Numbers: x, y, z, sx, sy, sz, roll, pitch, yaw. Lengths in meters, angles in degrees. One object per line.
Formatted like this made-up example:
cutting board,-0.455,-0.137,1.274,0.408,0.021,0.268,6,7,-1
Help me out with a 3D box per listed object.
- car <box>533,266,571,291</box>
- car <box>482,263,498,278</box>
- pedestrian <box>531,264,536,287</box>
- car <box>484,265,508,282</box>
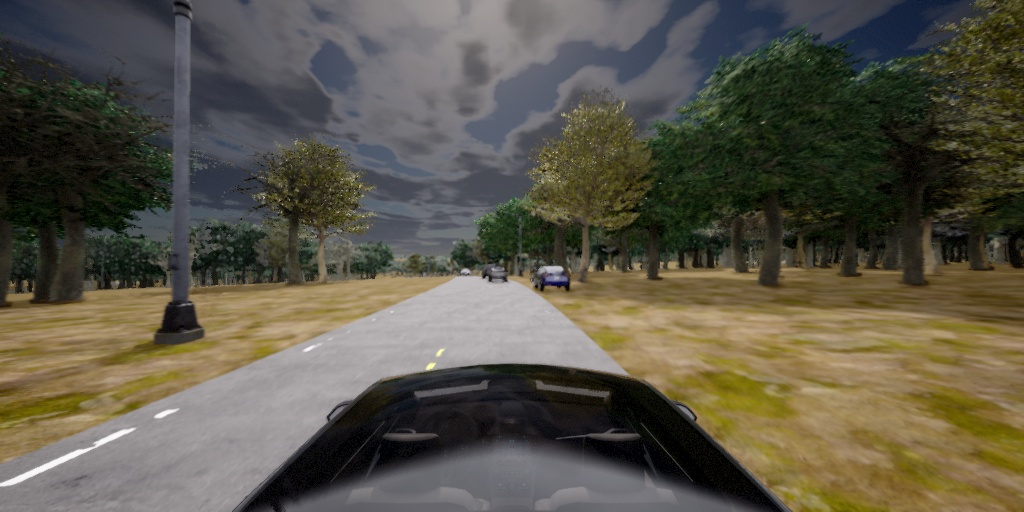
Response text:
car,2.625,1.430,24.313,2.163,1.488,4.792,0,-1,-3
car,-2.903,2.059,49.506,2.150,2.045,5.566,0,-2,-7
pedestrian,1.667,1.425,27.106,0.375,1.860,0.375,-1,0,-9
car,-1.561,1.947,38.291,2.128,1.511,4.902,0,-2,-6
